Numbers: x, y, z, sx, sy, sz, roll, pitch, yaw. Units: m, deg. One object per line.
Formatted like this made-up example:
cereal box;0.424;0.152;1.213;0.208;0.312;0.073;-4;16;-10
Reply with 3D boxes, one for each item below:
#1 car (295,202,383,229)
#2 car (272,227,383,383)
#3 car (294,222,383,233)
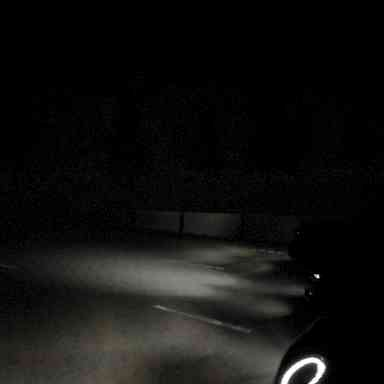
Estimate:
car;5.426;1.221;8.719;5.566;2.045;2.150;0;0;35
car;2.789;1.351;2.002;4.553;1.767;2.097;0;0;35
car;4.313;1.490;5.214;4.902;1.511;2.128;0;0;35
